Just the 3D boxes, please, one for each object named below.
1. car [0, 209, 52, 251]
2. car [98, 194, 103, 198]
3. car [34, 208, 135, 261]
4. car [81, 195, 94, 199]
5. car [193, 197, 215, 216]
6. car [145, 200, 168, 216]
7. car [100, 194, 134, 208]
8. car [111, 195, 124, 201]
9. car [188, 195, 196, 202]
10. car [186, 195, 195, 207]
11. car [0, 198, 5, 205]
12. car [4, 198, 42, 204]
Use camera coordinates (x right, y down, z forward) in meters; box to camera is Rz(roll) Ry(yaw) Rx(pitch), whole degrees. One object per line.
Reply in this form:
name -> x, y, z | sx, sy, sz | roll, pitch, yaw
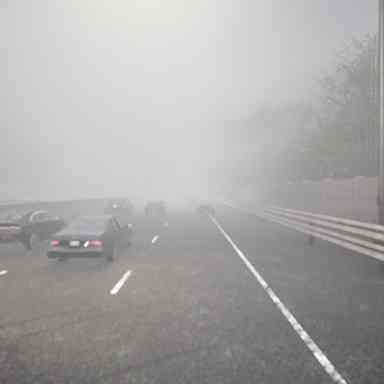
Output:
car -> -6.900, 1.475, 14.078 | 2.128, 1.511, 4.902 | 0, 0, 0
car -> -21.006, 1.199, 79.149 | 1.837, 1.490, 4.892 | 0, 0, 0
car -> -3.402, 1.533, 12.149 | 2.033, 1.411, 5.357 | 0, 0, 0
car -> -24.506, 1.324, 78.319 | 1.994, 1.385, 4.181 | 0, 0, 0
car -> 1.223, 1.504, 31.995 | 1.812, 1.442, 4.674 | 0, 0, 0
car -> -3.402, 1.468, 32.230 | 2.128, 1.511, 4.902 | 0, 0, 0
car -> -6.905, 1.329, 31.983 | 2.097, 1.767, 4.553 | 0, 0, 0
car -> -17.506, 1.367, 78.289 | 1.895, 1.301, 4.718 | 0, 0, 0
car -> -0.005, 1.385, 71.804 | 1.812, 1.442, 4.674 | 0, 0, 0
car -> -0.003, 1.531, 51.607 | 2.033, 1.411, 5.357 | 0, 0, 0
car -> -21.088, 1.484, 37.695 | 1.837, 1.490, 4.892 | 0, 0, 0
car -> -17.593, 1.455, 35.815 | 1.882, 1.535, 5.008 | 0, 0, 0
